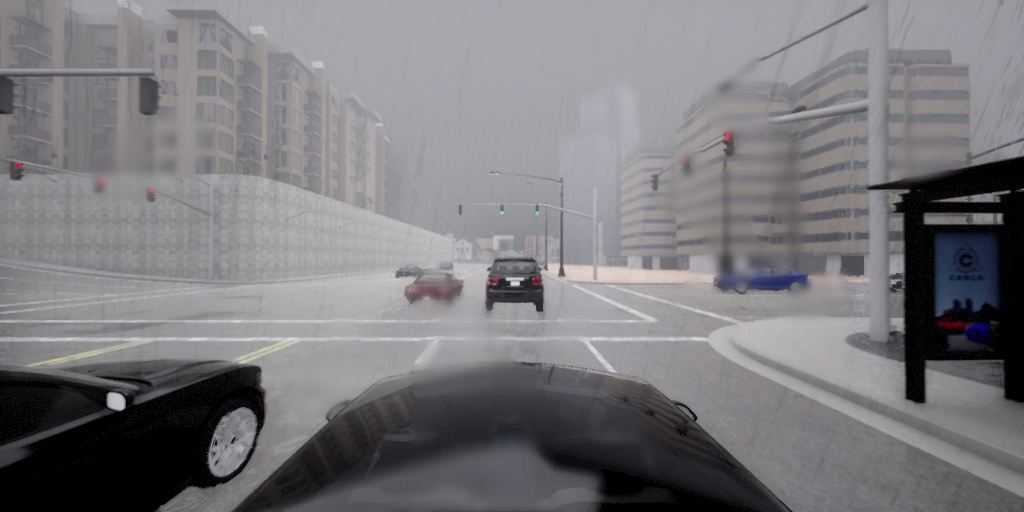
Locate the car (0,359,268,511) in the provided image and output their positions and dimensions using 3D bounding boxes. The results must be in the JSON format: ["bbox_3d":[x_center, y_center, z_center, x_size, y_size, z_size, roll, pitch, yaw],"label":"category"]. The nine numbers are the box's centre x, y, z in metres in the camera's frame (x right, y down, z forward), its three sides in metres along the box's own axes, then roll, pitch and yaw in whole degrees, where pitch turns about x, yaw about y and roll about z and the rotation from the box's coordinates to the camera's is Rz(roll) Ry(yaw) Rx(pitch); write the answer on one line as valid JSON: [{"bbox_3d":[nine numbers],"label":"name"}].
[{"bbox_3d":[-3.405,1.227,1.594,1.882,1.535,5.008,0,0,0],"label":"car"}]

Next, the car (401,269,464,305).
[{"bbox_3d":[-3.383,1.460,16.725,1.895,1.301,4.718,0,0,0],"label":"car"}]

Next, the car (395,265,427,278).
[{"bbox_3d":[-10.550,1.571,37.105,1.994,1.385,4.181,0,0,0],"label":"car"}]

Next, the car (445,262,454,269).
[{"bbox_3d":[-10.463,1.657,57.110,1.837,1.490,4.892,0,0,0],"label":"car"}]

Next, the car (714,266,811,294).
[{"bbox_3d":[14.501,1.367,20.954,5.008,1.535,1.882,0,0,0],"label":"car"}]

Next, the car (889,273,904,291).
[{"bbox_3d":[24.750,1.381,20.972,4.902,1.511,2.128,0,0,0],"label":"car"}]

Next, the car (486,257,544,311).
[{"bbox_3d":[0.112,1.069,15.053,2.150,2.045,5.566,0,0,0],"label":"car"}]

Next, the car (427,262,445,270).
[{"bbox_3d":[-10.525,1.606,47.085,1.812,1.442,4.674,0,0,0],"label":"car"}]
